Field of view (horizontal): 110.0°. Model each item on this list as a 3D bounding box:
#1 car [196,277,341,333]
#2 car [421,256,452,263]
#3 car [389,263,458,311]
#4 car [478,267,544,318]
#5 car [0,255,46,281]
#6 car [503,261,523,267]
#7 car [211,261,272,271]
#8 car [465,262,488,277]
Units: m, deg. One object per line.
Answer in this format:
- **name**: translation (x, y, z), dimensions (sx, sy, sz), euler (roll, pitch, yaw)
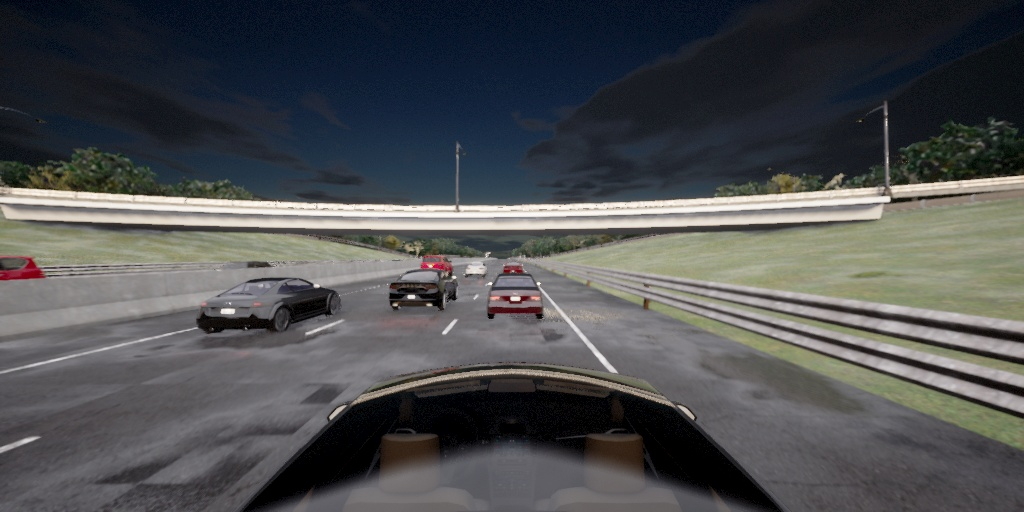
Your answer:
- **car**: translation (-6.903, 1.316, 10.719), dimensions (1.994, 1.385, 4.181), euler (0, 0, 0)
- **car**: translation (-6.906, 0.981, 33.071), dimensions (2.150, 2.045, 5.566), euler (0, 0, 0)
- **car**: translation (-3.403, 1.232, 14.599), dimensions (1.882, 1.535, 5.008), euler (0, 0, 0)
- **car**: translation (0.097, 1.302, 13.018), dimensions (2.033, 1.411, 5.357), euler (0, 0, 0)
- **car**: translation (-21.102, 0.972, 13.034), dimensions (2.150, 2.045, 5.566), euler (0, 0, 0)
- **car**: translation (0.093, 1.239, 35.235), dimensions (1.882, 1.535, 5.008), euler (0, 0, 0)
- **car**: translation (-17.598, 1.107, 23.305), dimensions (2.097, 1.767, 4.553), euler (0, 0, 0)
- **car**: translation (-3.406, 1.286, 34.882), dimensions (1.812, 1.442, 4.674), euler (0, 0, 0)
